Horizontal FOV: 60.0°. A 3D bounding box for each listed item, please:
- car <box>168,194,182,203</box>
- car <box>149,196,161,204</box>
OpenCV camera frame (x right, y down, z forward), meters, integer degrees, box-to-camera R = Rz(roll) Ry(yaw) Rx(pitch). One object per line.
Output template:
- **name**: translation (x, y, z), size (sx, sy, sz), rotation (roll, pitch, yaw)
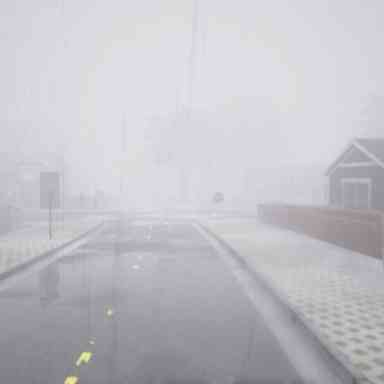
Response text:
- **car**: translation (-4.120, 1.447, 74.674), size (2.097, 1.767, 4.553), rotation (0, 0, 5)
- **car**: translation (-7.334, 1.585, 66.005), size (1.837, 1.490, 4.892), rotation (0, 0, 1)
